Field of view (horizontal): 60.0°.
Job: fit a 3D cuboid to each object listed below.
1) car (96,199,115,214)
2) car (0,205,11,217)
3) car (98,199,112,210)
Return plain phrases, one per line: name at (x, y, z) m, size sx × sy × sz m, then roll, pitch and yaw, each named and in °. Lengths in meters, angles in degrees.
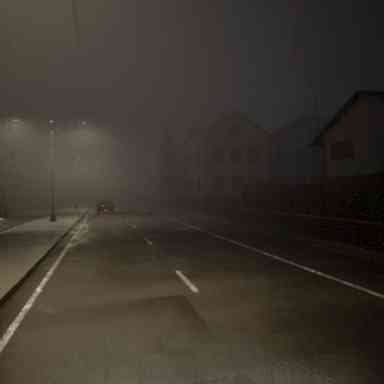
car at (-10.163, 1.739, 39.145) m, size 1.837 × 1.490 × 4.892 m, roll -1°, pitch 0°, yaw -15°
car at (-21.387, 2.078, 36.410) m, size 1.994 × 1.385 × 4.181 m, roll -1°, pitch 0°, yaw -14°
car at (-12.866, 1.822, 49.263) m, size 1.812 × 1.442 × 4.674 m, roll -1°, pitch 0°, yaw -15°
